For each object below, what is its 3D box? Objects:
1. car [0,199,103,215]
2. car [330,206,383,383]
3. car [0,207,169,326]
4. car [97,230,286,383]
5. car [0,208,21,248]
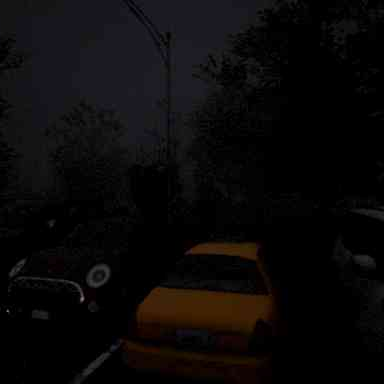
[{"bbox_3d":[-4.250,1.231,9.054,2.435,2.045,5.566,1,0,15],"label":"car"},{"bbox_3d":[3.045,1.238,3.925,2.435,2.045,5.566,1,-1,15],"label":"car"},{"bbox_3d":[-1.803,1.367,7.413,2.185,1.767,4.553,1,0,15],"label":"car"},{"bbox_3d":[0.658,1.495,5.856,1.946,1.575,5.366,0,-1,15],"label":"car"},{"bbox_3d":[-9.150,1.463,12.452,2.231,1.521,4.892,0,-1,14],"label":"car"}]
